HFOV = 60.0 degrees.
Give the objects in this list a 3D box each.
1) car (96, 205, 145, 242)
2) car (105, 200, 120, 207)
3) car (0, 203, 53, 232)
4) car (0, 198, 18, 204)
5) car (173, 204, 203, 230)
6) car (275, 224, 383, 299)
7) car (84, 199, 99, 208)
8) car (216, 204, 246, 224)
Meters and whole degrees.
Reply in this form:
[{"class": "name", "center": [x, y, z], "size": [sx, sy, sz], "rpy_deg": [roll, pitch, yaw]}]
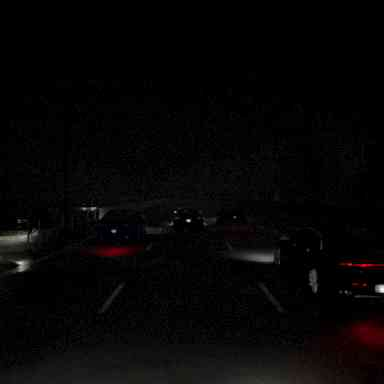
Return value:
[{"class": "car", "center": [-3.617, 1.658, 17.583], "size": [1.882, 1.535, 5.008], "rpy_deg": [0, -1, -2]}, {"class": "car", "center": [-15.394, 2.218, 64.445], "size": [1.994, 1.385, 4.181], "rpy_deg": [0, -1, -1]}, {"class": "car", "center": [-10.928, 1.704, 21.956], "size": [1.882, 1.535, 5.008], "rpy_deg": [0, -1, -2]}, {"class": "car", "center": [-14.495, 1.472, 23.992], "size": [2.150, 2.045, 5.566], "rpy_deg": [0, -1, -2]}, {"class": "car", "center": [-0.273, 1.799, 22.940], "size": [1.994, 1.385, 4.181], "rpy_deg": [0, -1, -2]}, {"class": "car", "center": [3.563, 1.594, 8.684], "size": [1.837, 1.490, 4.892], "rpy_deg": [0, -1, -1]}, {"class": "car", "center": [-18.855, 2.118, 62.558], "size": [1.882, 1.535, 5.008], "rpy_deg": [0, -1, -1]}, {"class": "car", "center": [3.112, 1.755, 27.248], "size": [1.882, 1.535, 5.008], "rpy_deg": [0, -1, -2]}]
